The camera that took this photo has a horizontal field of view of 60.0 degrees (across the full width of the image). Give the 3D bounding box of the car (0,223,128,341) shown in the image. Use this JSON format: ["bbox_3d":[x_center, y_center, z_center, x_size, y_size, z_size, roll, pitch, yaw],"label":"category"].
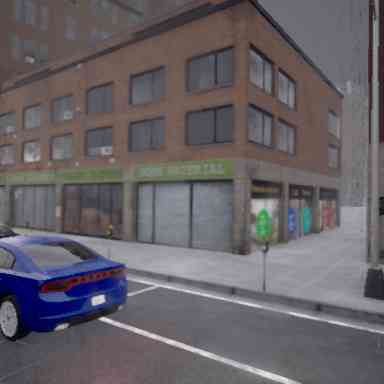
[{"bbox_3d":[-3.515,1.640,6.921,5.008,1.535,1.882,-1,-2,37],"label":"car"}]

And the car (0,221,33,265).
[{"bbox_3d":[-8.242,1.851,12.869,4.313,1.339,1.947,-1,-1,37],"label":"car"}]
